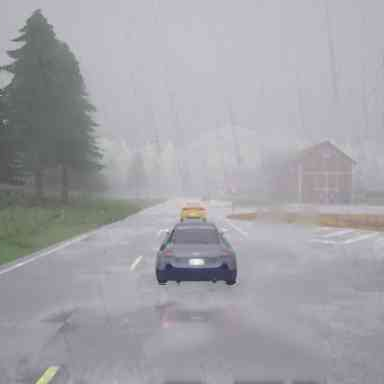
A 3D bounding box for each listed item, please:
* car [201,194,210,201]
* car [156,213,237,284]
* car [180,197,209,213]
[{"bbox_3d":[2.964,1.243,72.832,1.816,1.474,4.193,-6,1,-2],"label":"car"},{"bbox_3d":[0.098,1.536,9.497,1.994,1.385,4.181,0,0,0],"label":"car"},{"bbox_3d":[0.097,1.401,26.057,1.882,1.535,5.008,0,0,0],"label":"car"}]
